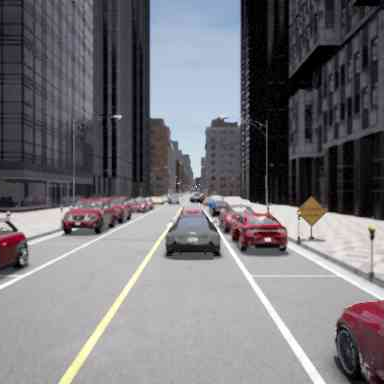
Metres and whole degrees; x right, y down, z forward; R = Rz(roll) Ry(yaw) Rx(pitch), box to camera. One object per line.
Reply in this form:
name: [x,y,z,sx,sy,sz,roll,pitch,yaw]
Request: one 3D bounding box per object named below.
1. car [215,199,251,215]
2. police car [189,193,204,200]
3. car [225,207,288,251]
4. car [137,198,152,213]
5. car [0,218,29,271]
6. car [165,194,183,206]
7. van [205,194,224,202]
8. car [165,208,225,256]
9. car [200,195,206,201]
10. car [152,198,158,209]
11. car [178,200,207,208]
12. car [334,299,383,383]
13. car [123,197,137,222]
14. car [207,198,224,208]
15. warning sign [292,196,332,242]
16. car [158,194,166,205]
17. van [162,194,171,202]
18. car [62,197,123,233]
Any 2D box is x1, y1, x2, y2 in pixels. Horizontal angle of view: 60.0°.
car: [2.671,1.434,19.549,1.967,1.590,4.097,0,0,0]
police car: [0.767,1.467,64.249,1.930,1.638,5.238,-1,0,1]
car: [2.670,1.540,13.910,1.887,1.381,4.507,0,0,0]
car: [-5.853,1.437,36.483,1.967,1.590,4.097,0,0,0]
car: [-5.857,1.438,8.285,1.967,1.590,4.097,0,0,0]
car: [-3.052,1.557,57.376,1.812,1.442,4.674,0,0,0]
van: [2.672,1.338,36.466,1.690,1.788,3.998,0,0,0]
car: [0.051,1.561,13.172,1.994,1.385,4.181,0,0,1]
car: [2.675,1.549,53.591,1.752,1.417,4.829,0,0,1]
car: [-5.852,1.443,42.121,1.967,1.590,4.097,0,0,0]
car: [0.046,1.594,27.348,1.895,1.301,4.718,0,0,1]
car: [2.668,1.581,2.632,1.802,1.307,4.206,0,0,0]
car: [-5.854,1.308,25.203,2.192,1.841,5.009,0,0,0]
car: [2.672,1.559,30.827,1.947,1.339,4.313,0,0,0]
warning sign: [5.070,1.111,14.122,1.300,1.860,1.060,0,0,0]
car: [-5.857,1.559,58.838,1.752,1.417,4.829,0,0,1]
van: [-5.848,1.406,75.963,1.690,1.788,3.998,0,0,0]
car: [-5.855,1.309,19.565,2.192,1.841,5.009,0,0,0]
